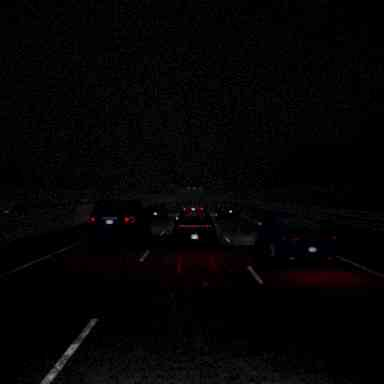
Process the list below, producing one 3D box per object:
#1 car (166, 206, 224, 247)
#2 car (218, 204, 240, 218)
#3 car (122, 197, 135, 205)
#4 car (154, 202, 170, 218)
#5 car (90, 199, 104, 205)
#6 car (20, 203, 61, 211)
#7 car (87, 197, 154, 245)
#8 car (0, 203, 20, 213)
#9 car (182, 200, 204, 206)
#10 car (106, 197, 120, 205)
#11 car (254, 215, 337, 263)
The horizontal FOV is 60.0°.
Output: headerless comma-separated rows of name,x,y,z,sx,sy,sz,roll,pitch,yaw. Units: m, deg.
car,0.115,1.616,15.751,2.128,1.511,4.902,0,0,0
car,3.640,1.841,33.368,1.994,1.385,4.181,0,-1,0
car,-13.907,1.957,73.362,2.097,1.767,4.553,0,-1,0
car,-3.361,1.779,32.978,1.837,1.490,4.892,0,-1,0
car,-20.907,2.154,73.339,1.994,1.385,4.181,0,-1,0
car,-14.058,1.816,32.282,2.033,1.411,5.357,0,-1,0
car,-3.381,1.350,16.330,2.150,2.045,5.566,0,-1,0
car,-17.555,1.795,32.333,1.812,1.442,4.674,0,-1,0
car,0.138,1.622,32.475,2.097,1.767,4.553,0,-1,0
car,-17.406,1.939,73.782,2.097,1.767,4.553,0,-1,0
car,3.605,1.573,12.411,1.882,1.535,5.008,0,0,0
